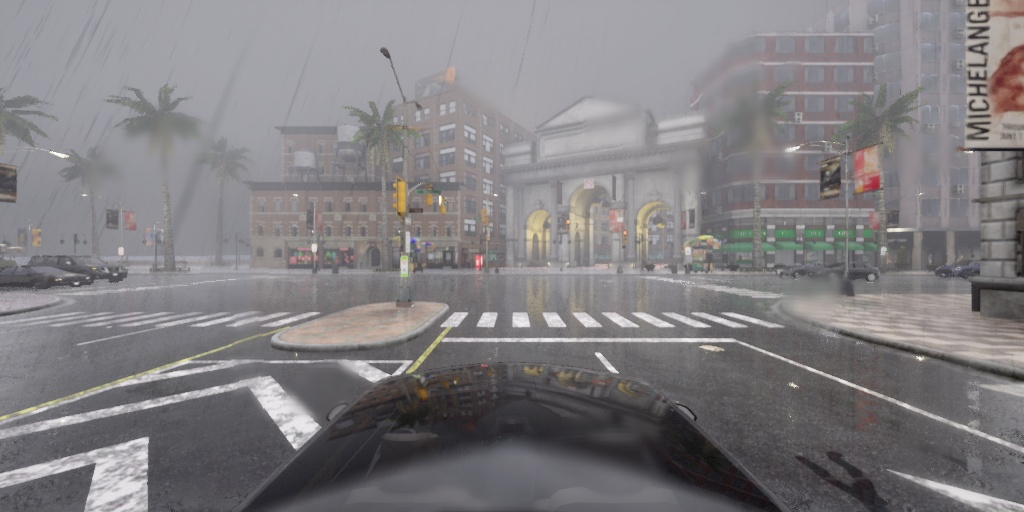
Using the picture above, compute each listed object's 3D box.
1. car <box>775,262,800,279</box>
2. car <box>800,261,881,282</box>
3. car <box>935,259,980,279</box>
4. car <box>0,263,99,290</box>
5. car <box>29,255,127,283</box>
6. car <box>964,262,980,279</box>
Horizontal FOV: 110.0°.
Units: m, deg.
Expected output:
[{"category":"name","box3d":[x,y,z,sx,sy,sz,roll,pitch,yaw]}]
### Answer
[{"category":"car","box3d":[26.299,1.228,31.999,4.902,1.511,2.128,0,0,1]},{"category":"car","box3d":[26.294,1.243,28.504,4.892,1.490,1.837,0,0,1]},{"category":"car","box3d":[40.453,1.090,31.545,4.553,1.767,2.097,0,0,5]},{"category":"car","box3d":[-29.133,1.289,21.823,5.357,1.411,2.033,0,0,1]},{"category":"car","box3d":[-30.778,0.963,25.343,5.566,2.045,2.150,0,0,1]},{"category":"car","box3d":[39.477,1.339,28.225,4.718,1.301,1.895,0,0,3]}]
